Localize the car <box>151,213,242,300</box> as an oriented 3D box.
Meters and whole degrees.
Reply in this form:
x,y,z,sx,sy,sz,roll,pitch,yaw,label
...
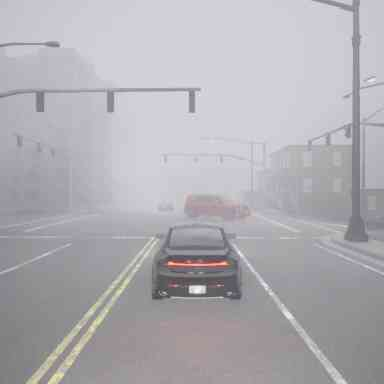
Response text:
x,y,z,sx,sy,sz,roll,pitch,yaw,label
0.096,1.505,8.393,1.837,1.490,4.892,0,0,0,car

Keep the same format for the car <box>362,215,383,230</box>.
x,y,z,sx,sy,sz,roll,pitch,yaw,label
16.056,2.655,28.274,4.181,1.385,1.994,8,0,0,car

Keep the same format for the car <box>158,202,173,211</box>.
x,y,z,sx,sy,sz,roll,pitch,yaw,label
-3.617,2.096,46.055,2.128,1.511,4.902,0,-5,0,car

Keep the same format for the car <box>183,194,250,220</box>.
x,y,z,sx,sy,sz,roll,pitch,yaw,label
1.862,1.169,26.613,5.566,2.045,2.150,1,2,37,car
